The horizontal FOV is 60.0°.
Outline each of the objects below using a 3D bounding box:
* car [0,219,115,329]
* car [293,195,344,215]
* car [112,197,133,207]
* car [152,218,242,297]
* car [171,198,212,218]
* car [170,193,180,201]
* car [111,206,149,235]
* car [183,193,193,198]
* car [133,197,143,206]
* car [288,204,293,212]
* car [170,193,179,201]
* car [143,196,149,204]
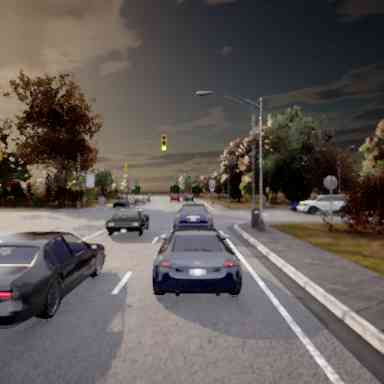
[{"bbox_3d":[-3.409,1.592,7.373,2.033,1.411,5.357,0,0,0],"label":"car"},{"bbox_3d":[14.228,1.351,35.707,5.566,2.045,2.150,0,0,-3],"label":"car"},{"bbox_3d":[-10.692,1.776,50.487,1.895,1.301,4.718,0,0,0],"label":"car"},{"bbox_3d":[0.088,1.613,8.794,1.994,1.385,4.181,0,0,-1],"label":"car"},{"bbox_3d":[0.068,1.433,19.135,2.097,1.767,4.553,0,0,0],"label":"car"},{"bbox_3d":[-4.094,1.397,81.270,2.150,2.045,5.566,0,0,-3],"label":"car"},{"bbox_3d":[-3.545,1.682,19.137,1.895,1.301,4.718,0,0,-2],"label":"car"},{"bbox_3d":[-0.644,1.647,82.172,1.882,1.535,5.008,0,0,-4],"label":"car"},{"bbox_3d":[-10.687,1.687,59.590,2.128,1.511,4.902,0,0,0],"label":"car"},{"bbox_3d":[13.868,1.617,39.188,5.008,1.535,1.882,0,0,-3],"label":"car"},{"bbox_3d":[-4.906,1.355,92.015,2.150,2.045,5.566,0,0,-7],"label":"car"},{"bbox_3d":[-10.711,1.792,69.546,1.895,1.301,4.718,0,0,-1],"label":"car"}]
